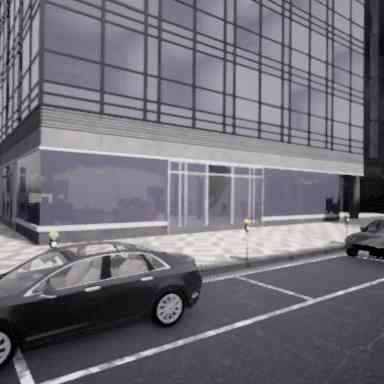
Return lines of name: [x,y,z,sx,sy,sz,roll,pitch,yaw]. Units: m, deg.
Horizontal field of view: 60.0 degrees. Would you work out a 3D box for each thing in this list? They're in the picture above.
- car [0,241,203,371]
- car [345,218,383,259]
car: [-1.843,1.556,5.442,4.403,1.369,2.008,0,0,-36]
car: [7.312,1.612,11.977,4.313,1.339,1.947,0,0,-36]
